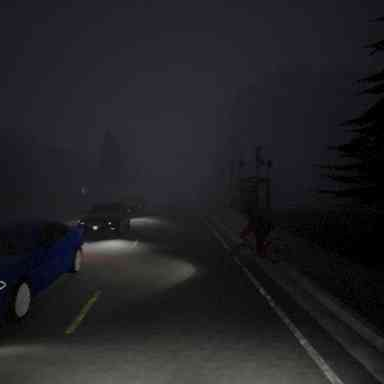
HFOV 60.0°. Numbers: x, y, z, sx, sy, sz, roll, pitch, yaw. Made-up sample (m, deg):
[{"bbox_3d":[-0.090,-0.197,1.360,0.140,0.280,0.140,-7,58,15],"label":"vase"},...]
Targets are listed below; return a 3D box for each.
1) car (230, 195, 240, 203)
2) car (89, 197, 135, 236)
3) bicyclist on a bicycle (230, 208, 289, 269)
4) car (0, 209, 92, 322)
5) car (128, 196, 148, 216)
[{"bbox_3d":[7.465,0.871,43.689,4.718,1.301,1.895,0,1,-5],"label":"car"},{"bbox_3d":[-4.234,1.243,16.609,1.837,1.490,4.892,0,1,-3],"label":"car"},{"bbox_3d":[1.778,1.221,9.067,1.656,1.620,0.582,-9,1,-2],"label":"bicyclist on a bicycle"},{"bbox_3d":[-3.840,1.366,7.180,1.882,1.535,5.008,0,1,-2],"label":"car"},{"bbox_3d":[-4.631,1.052,26.871,1.882,1.535,5.008,0,1,-2],"label":"car"}]
